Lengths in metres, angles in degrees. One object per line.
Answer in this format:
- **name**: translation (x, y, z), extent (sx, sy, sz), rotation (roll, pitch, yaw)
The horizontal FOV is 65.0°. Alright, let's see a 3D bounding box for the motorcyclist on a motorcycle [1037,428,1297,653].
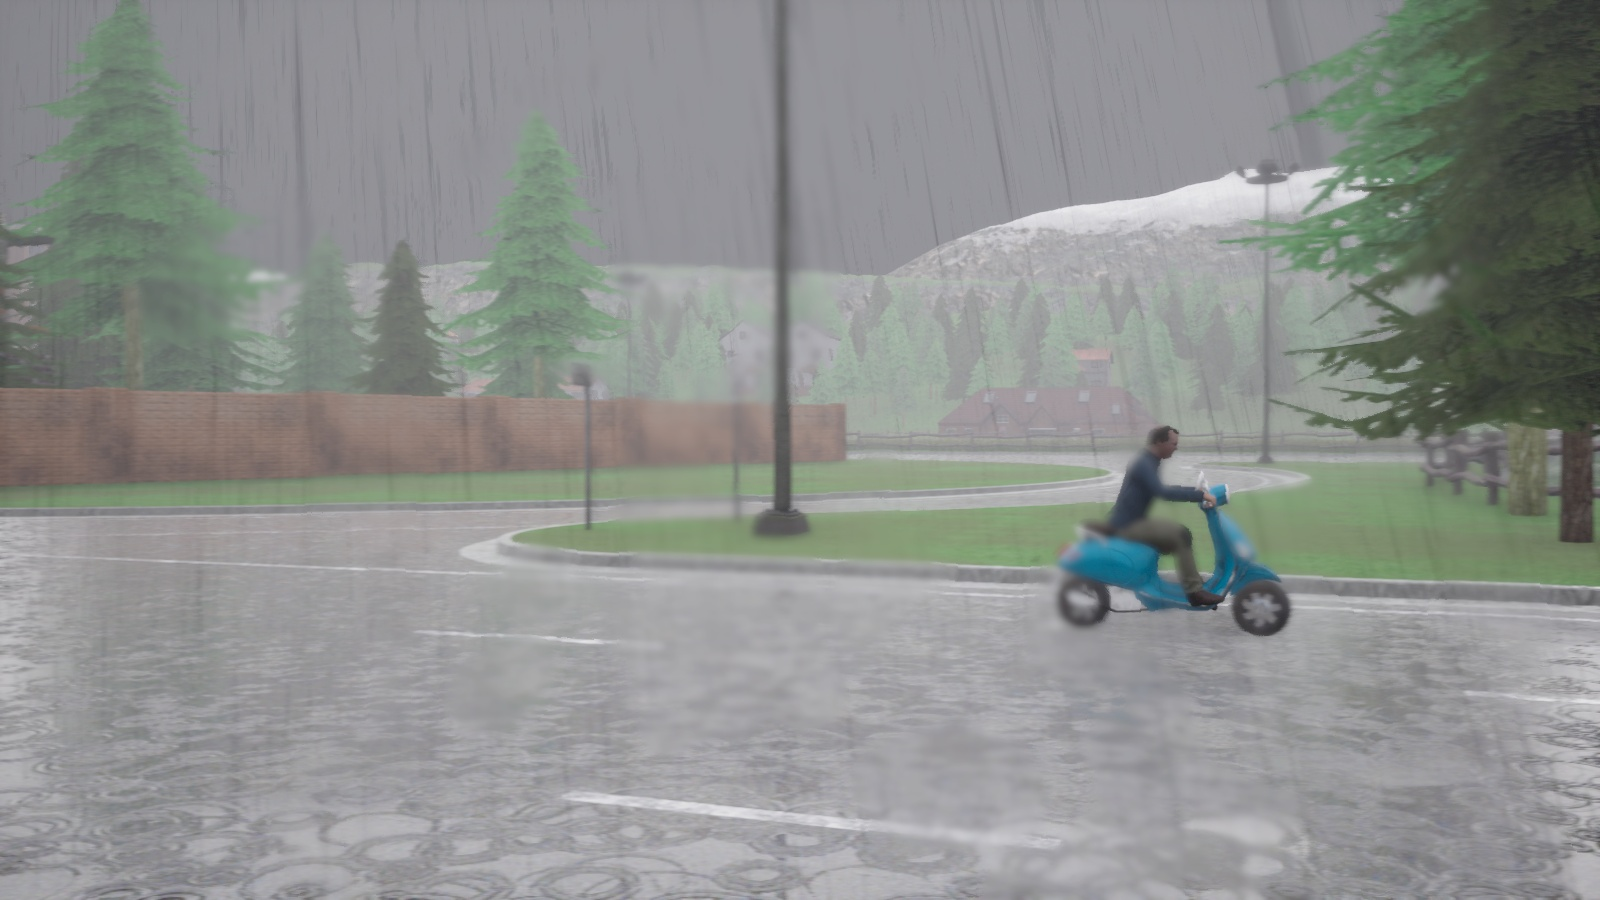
- **motorcyclist on a motorcycle**: translation (2.804, 0.633, 9.634), extent (1.817, 1.590, 0.866), rotation (1, 1, 19)
